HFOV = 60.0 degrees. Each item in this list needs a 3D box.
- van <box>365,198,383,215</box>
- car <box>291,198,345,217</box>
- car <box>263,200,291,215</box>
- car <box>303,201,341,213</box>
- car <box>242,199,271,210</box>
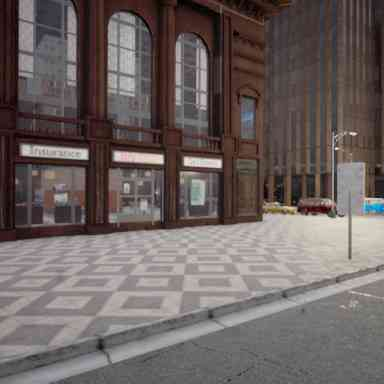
[{"bbox_3d":[19.673,1.586,37.597,1.690,1.788,3.998,-1,0,-35],"label":"van"},{"bbox_3d":[12.710,1.520,32.679,2.192,1.841,5.009,0,0,-35],"label":"car"},{"bbox_3d":[9.570,1.796,37.136,1.752,1.417,4.829,0,0,-35],"label":"car"},{"bbox_3d":[16.437,1.895,42.193,1.802,1.307,4.206,-1,0,-35],"label":"car"},{"bbox_3d":[9.956,1.889,51.388,1.967,1.590,4.097,-1,0,-35],"label":"car"}]
